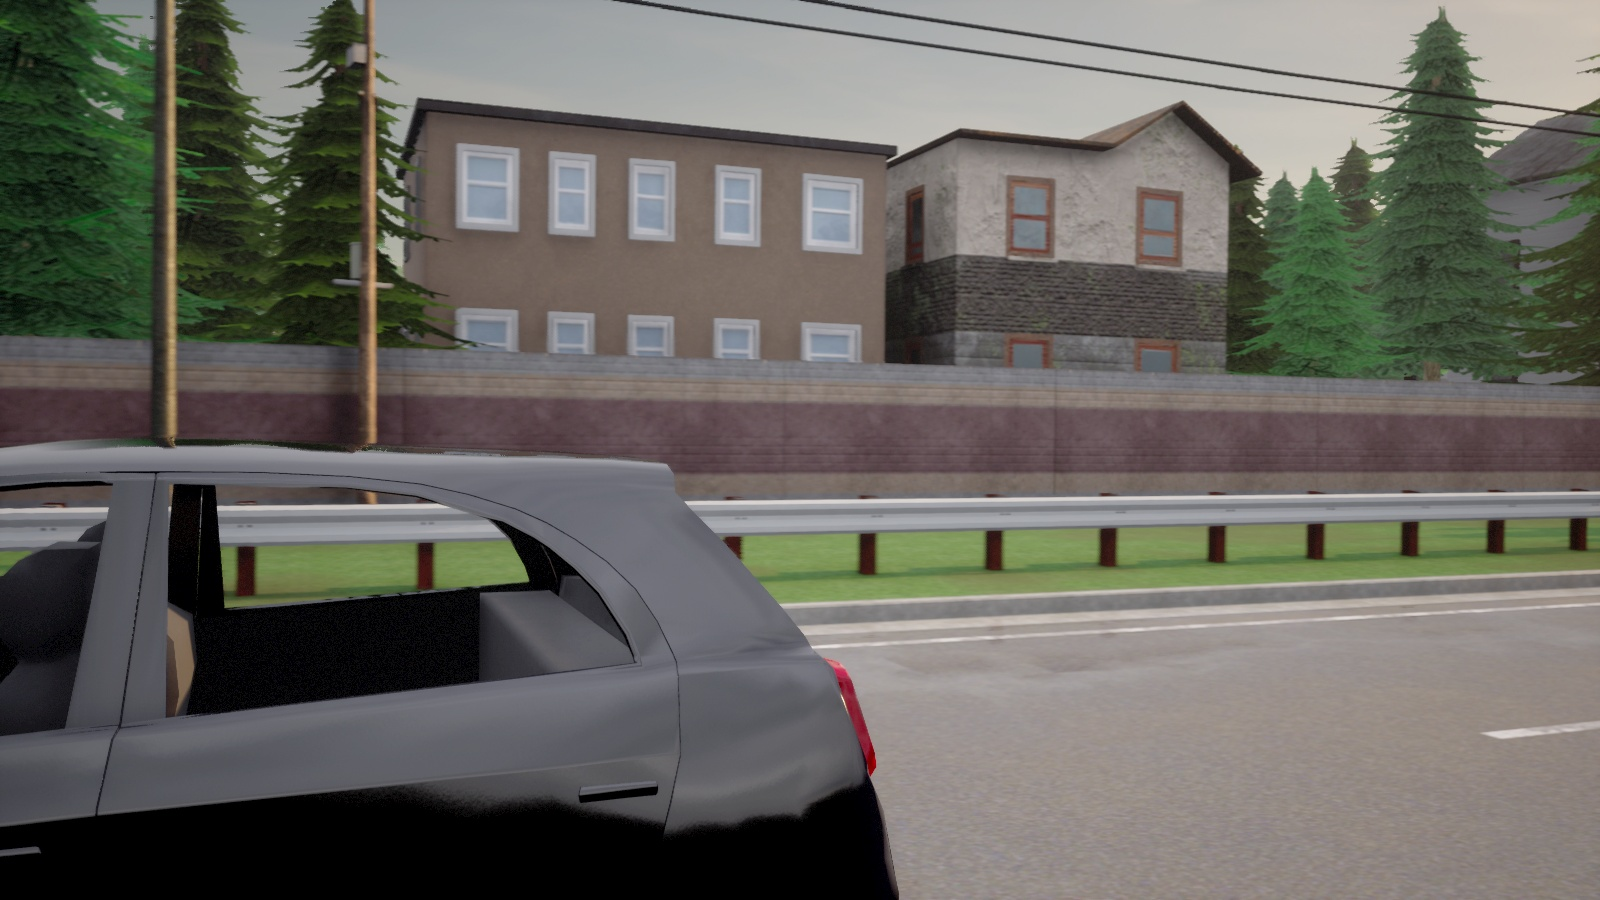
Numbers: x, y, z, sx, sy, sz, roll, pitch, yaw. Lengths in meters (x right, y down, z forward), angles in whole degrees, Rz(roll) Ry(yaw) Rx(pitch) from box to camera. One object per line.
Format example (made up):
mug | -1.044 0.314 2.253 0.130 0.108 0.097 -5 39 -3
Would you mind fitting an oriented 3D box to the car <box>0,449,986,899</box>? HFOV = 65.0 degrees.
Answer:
car | -1.672 0.788 2.604 3.633 1.501 1.845 -1 1 -21
